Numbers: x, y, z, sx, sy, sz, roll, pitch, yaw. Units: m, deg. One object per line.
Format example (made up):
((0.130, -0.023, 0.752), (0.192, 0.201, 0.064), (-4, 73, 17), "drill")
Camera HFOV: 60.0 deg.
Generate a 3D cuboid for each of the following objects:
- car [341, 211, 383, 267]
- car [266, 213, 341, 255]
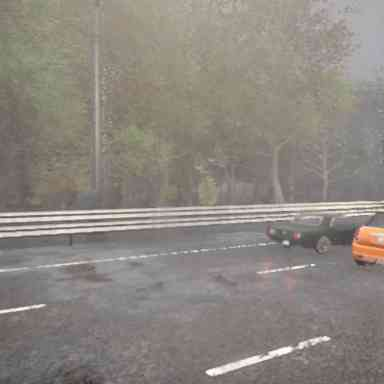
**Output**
((6.784, 1.249, 9.503), (4.553, 1.767, 2.097), (0, 1, -28), "car")
((5.226, 1.465, 12.642), (4.718, 1.301, 1.895), (0, 1, -28), "car")
